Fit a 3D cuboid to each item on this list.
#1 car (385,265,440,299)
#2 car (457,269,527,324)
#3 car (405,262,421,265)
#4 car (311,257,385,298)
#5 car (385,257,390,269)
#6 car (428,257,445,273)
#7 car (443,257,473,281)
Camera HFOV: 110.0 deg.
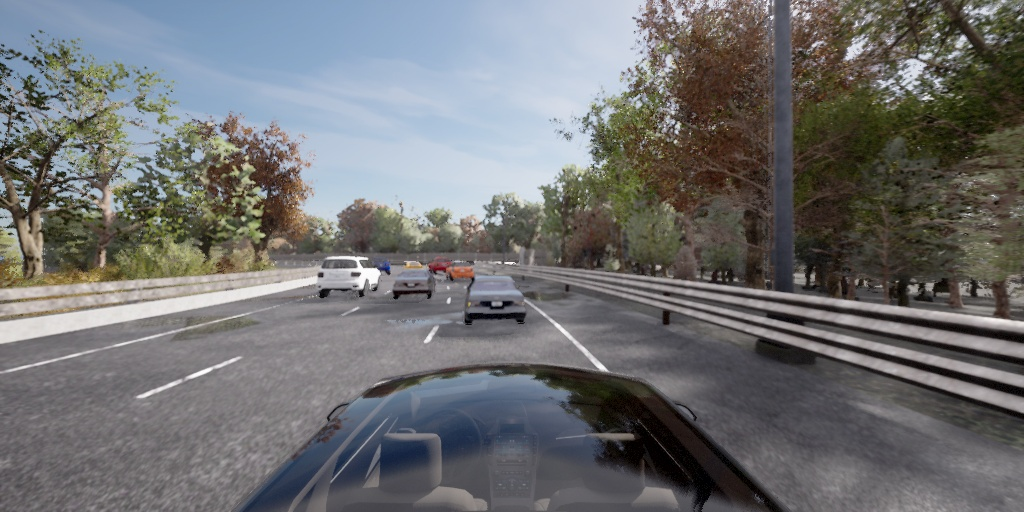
[{"bbox_3d":[-5.055,1.386,18.931,2.033,1.411,5.357,0,0,-10],"label":"car"},{"bbox_3d":[-0.666,1.348,12.162,2.033,1.411,5.357,0,0,-6],"label":"car"},{"bbox_3d":[-11.535,1.433,41.603,1.882,1.535,5.008,0,0,-21],"label":"car"},{"bbox_3d":[-8.732,1.068,19.584,2.150,2.045,5.566,0,0,-10],"label":"car"},{"bbox_3d":[-16.091,1.191,43.477,2.150,2.045,5.566,0,0,-24],"label":"car"},{"bbox_3d":[-8.974,1.189,44.357,2.150,2.045,5.566,0,0,-22],"label":"car"},{"bbox_3d":[-4.803,1.255,32.529,2.097,1.767,4.553,0,0,-16],"label":"car"}]
